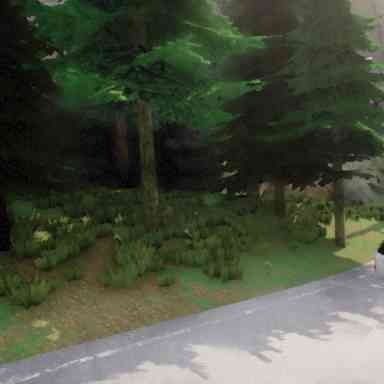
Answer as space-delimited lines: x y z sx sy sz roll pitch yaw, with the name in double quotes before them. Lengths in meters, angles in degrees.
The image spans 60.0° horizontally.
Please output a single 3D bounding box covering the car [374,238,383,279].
"car" 6.906 1.185 7.799 5.566 2.045 2.150 -2 0 -23
